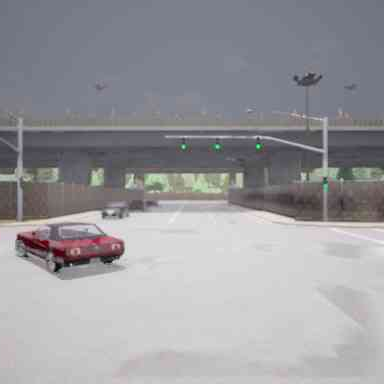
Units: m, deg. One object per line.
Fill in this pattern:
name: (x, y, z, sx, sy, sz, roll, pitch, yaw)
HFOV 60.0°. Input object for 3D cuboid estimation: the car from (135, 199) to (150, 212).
car: (-7.015, 1.694, 43.101, 1.882, 1.535, 5.008, 0, 0, 0)

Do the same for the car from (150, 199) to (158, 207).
car: (-6.958, 1.851, 57.430, 1.994, 1.385, 4.181, 0, 0, 1)

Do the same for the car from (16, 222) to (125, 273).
car: (-4.201, 1.632, 10.918, 1.895, 1.301, 4.718, 0, 0, -43)

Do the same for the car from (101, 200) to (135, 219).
car: (-7.041, 1.649, 31.090, 2.128, 1.511, 4.902, 0, 0, 0)
